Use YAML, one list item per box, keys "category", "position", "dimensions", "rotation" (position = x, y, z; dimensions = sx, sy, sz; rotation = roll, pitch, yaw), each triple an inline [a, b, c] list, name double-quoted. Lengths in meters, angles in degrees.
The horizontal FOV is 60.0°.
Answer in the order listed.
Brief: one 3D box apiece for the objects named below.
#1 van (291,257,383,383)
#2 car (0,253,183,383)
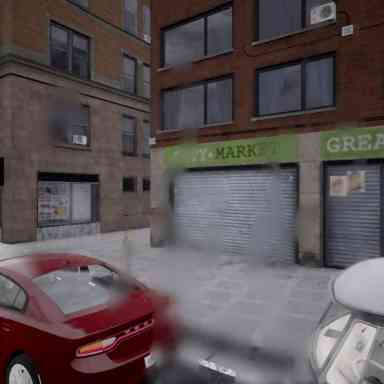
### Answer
- category: "van"
  position: [2.398, 1.341, 1.367]
  dimensions: [3.998, 1.788, 1.690]
  rotation: [0, 0, 35]
- category: "car"
  position: [-2.211, 1.544, 4.653]
  dimensions: [4.507, 1.381, 1.887]
  rotation: [0, 0, 35]
